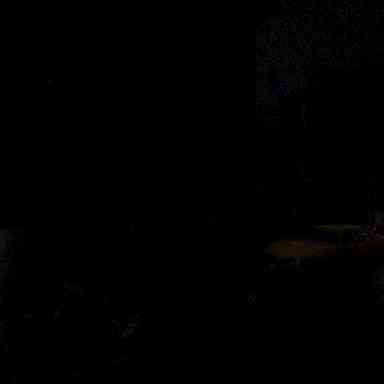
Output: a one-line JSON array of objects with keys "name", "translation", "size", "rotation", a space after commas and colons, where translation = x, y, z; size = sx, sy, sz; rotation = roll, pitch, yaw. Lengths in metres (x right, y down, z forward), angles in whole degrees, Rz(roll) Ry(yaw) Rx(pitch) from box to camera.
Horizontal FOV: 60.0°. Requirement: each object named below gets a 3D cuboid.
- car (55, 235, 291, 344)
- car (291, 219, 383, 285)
[{"name": "car", "translation": [-0.315, 1.566, 6.447], "size": [4.313, 1.339, 1.947], "rotation": [0, 0, -36]}, {"name": "car", "translation": [3.954, 1.526, 9.533], "size": [4.829, 1.417, 1.752], "rotation": [0, 0, -36]}]
